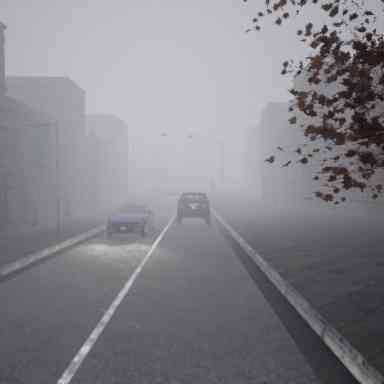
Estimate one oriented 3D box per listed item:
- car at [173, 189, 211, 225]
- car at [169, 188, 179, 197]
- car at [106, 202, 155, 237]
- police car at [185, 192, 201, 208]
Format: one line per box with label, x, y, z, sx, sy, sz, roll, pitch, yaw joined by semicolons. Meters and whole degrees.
car;0.100;1.037;22.866;2.150;2.045;5.566;0;0;0
car;-3.028;-0.046;58.706;2.033;1.411;5.357;0;4;1
car;-3.094;1.341;17.452;1.882;1.535;5.008;0;0;0
police car;0.111;0.894;41.190;1.930;1.638;5.238;0;2;0
